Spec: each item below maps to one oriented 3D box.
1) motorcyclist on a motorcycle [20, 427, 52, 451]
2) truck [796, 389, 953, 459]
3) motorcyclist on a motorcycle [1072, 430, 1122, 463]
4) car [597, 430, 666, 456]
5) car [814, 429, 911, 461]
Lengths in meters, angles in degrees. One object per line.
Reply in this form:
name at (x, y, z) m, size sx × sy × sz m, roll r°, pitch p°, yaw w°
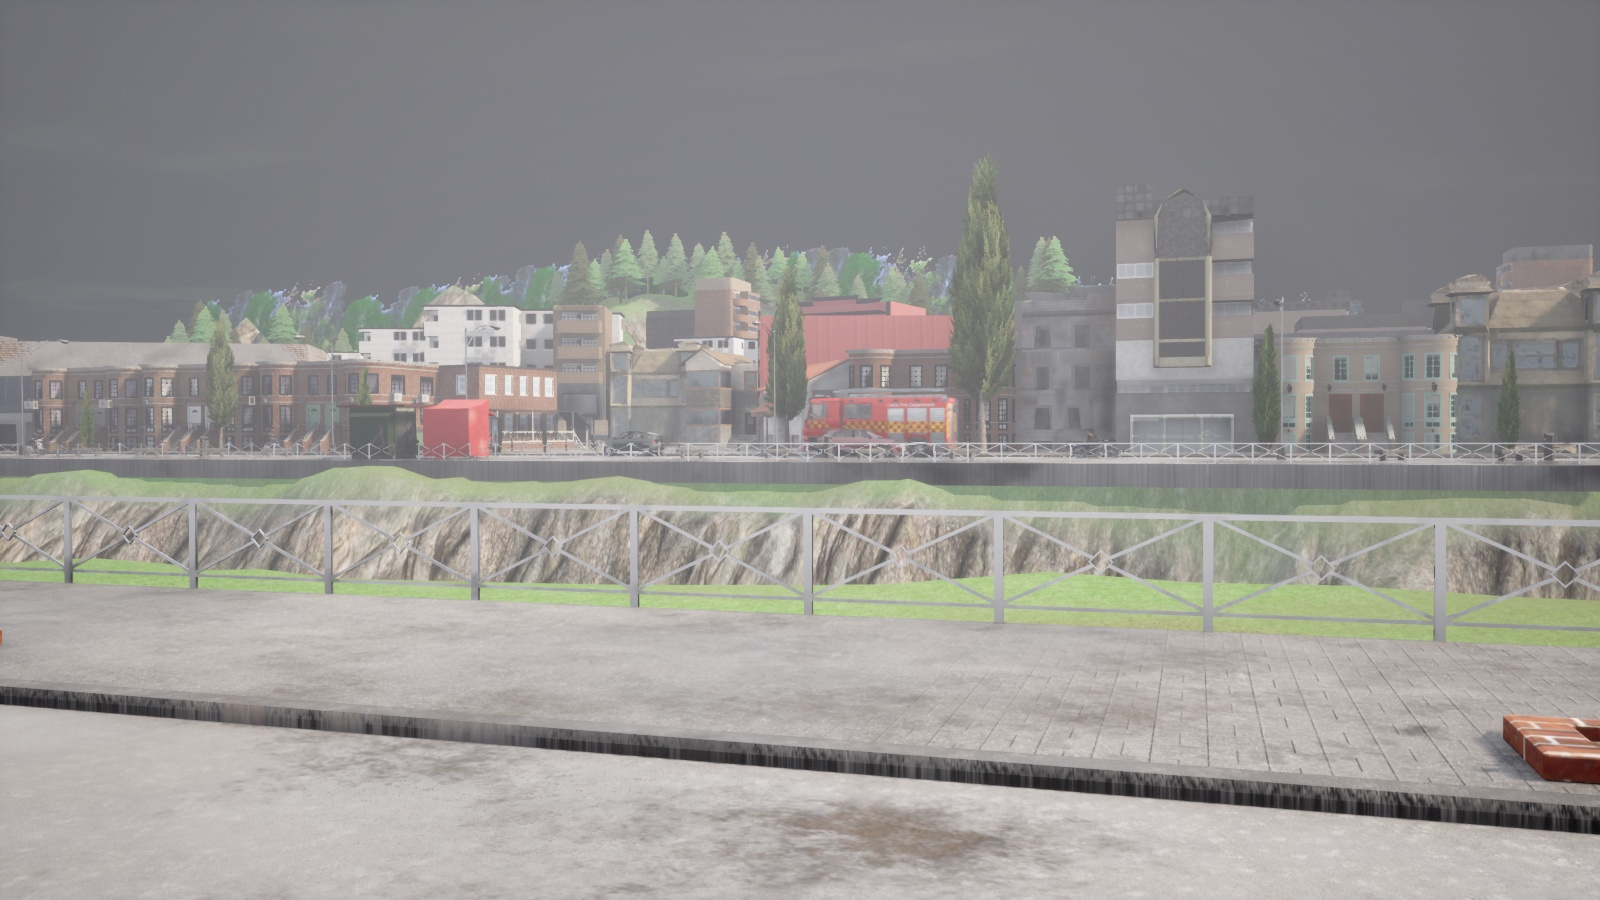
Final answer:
motorcyclist on a motorcycle at (-51.481, -0.768, 84.621) m, size 1.817 × 1.590 × 0.866 m, roll 1°, pitch 1°, yaw 17°
truck at (4.232, -1.463, 71.216) m, size 8.468 × 3.827 × 2.891 m, roll 1°, pitch 1°, yaw 18°
motorcyclist on a motorcycle at (15.047, -0.185, 63.622) m, size 2.350 × 1.649 × 0.766 m, roll 1°, pitch 1°, yaw 18°
car at (-10.185, -0.446, 75.781) m, size 3.705 × 1.549 × 1.789 m, roll 1°, pitch 1°, yaw 18°
car at (3.358, -0.309, 67.312) m, size 4.856 × 1.649 × 2.033 m, roll 1°, pitch 1°, yaw 18°
